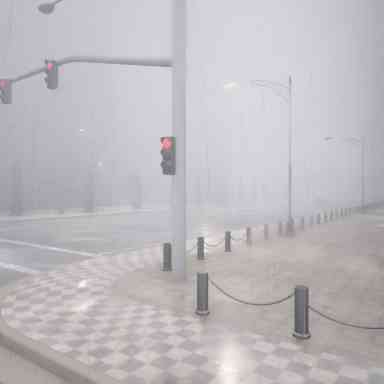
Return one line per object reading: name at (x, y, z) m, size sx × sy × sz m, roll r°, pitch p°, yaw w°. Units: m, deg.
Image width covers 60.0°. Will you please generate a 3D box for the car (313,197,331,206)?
car at (21.400, 1.509, 54.572) m, size 1.994 × 1.385 × 4.181 m, roll 0°, pitch 0°, yaw 35°
